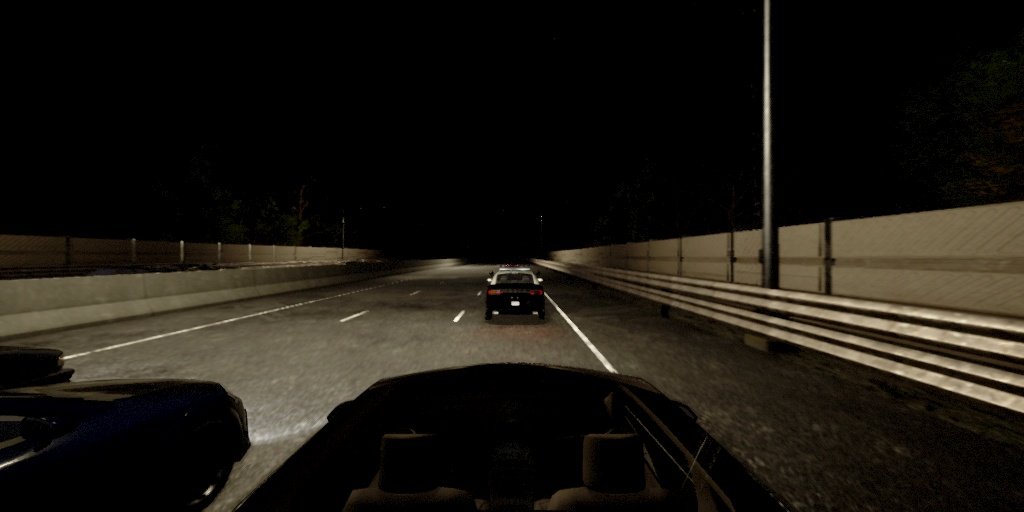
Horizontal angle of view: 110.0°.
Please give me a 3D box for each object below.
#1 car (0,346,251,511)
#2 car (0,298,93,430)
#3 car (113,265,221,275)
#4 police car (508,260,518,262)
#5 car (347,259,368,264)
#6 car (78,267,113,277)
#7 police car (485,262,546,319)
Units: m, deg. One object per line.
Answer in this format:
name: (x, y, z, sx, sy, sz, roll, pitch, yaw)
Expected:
car: (-3.400, 1.314, 1.570, 1.994, 1.385, 4.181, 0, 0, 0)
car: (-6.902, 1.297, 2.354, 2.033, 1.411, 5.357, 0, 0, 0)
car: (-17.594, 1.258, 19.173, 1.837, 1.490, 4.892, 0, 0, 0)
police car: (0.112, 1.263, 44.009, 2.038, 1.542, 4.974, 0, 0, 0)
car: (-24.485, 1.269, 56.896, 2.128, 1.511, 4.902, 0, 0, 0)
car: (-21.094, 1.301, 19.263, 2.033, 1.411, 5.357, 0, 0, 0)
police car: (0.101, 1.177, 13.019, 1.930, 1.638, 5.238, 0, 0, 0)
